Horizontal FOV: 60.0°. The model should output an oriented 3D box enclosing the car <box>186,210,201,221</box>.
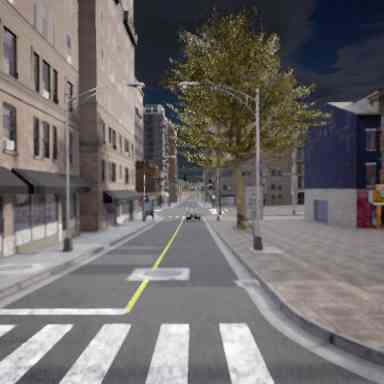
[{"bbox_3d":[0.179,3.008,43.167,1.895,1.301,4.718,0,-1,1],"label":"car"}]
